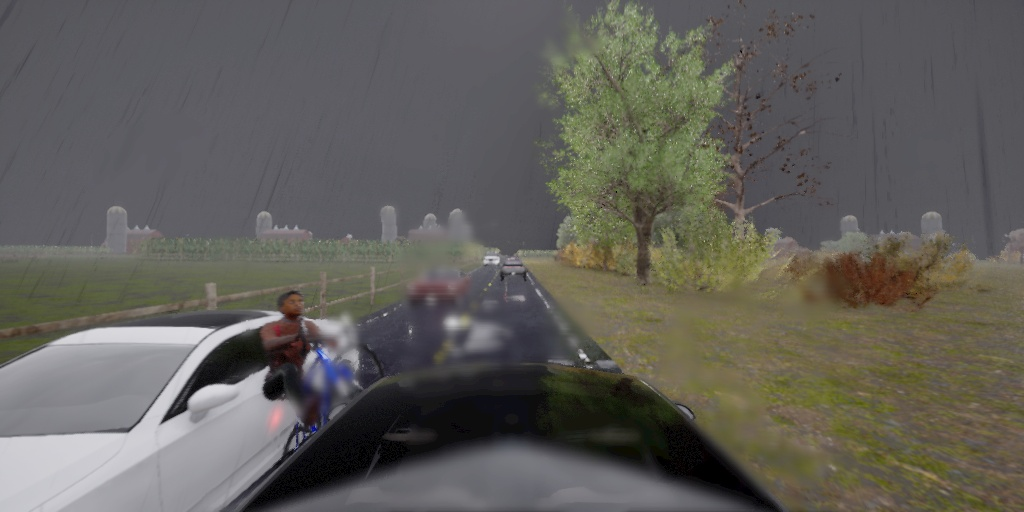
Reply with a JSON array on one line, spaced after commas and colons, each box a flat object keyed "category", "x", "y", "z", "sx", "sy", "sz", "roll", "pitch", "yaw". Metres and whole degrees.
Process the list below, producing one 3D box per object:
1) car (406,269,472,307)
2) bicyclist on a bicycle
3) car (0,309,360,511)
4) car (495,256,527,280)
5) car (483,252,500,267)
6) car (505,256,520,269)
[{"category": "car", "x": -2.843, "y": 1.209, "z": 14.845, "sx": 1.895, "sy": 1.301, "sz": 4.718, "roll": 0, "pitch": 1, "yaw": 0}, {"category": "bicyclist on a bicycle", "x": -1.596, "y": 0.993, "z": 2.820, "sx": 0.582, "sy": 1.656, "sz": 1.620, "roll": 8, "pitch": 34, "yaw": -54}, {"category": "car", "x": -2.871, "y": 1.264, "z": 2.928, "sx": 1.812, "sy": 1.442, "sz": 4.674, "roll": 0, "pitch": 1, "yaw": 0}, {"category": "car", "x": 0.103, "y": 0.967, "z": 26.942, "sx": 2.128, "sy": 1.511, "sz": 4.902, "roll": 0, "pitch": 1, "yaw": 0}, {"category": "car", "x": -2.845, "y": 0.441, "z": 50.686, "sx": 2.150, "sy": 2.045, "sz": 5.566, "roll": 0, "pitch": 1, "yaw": 0}, {"category": "car", "x": 0.101, "y": 0.806, "z": 44.975, "sx": 1.812, "sy": 1.442, "sz": 4.674, "roll": 0, "pitch": 1, "yaw": 0}]
